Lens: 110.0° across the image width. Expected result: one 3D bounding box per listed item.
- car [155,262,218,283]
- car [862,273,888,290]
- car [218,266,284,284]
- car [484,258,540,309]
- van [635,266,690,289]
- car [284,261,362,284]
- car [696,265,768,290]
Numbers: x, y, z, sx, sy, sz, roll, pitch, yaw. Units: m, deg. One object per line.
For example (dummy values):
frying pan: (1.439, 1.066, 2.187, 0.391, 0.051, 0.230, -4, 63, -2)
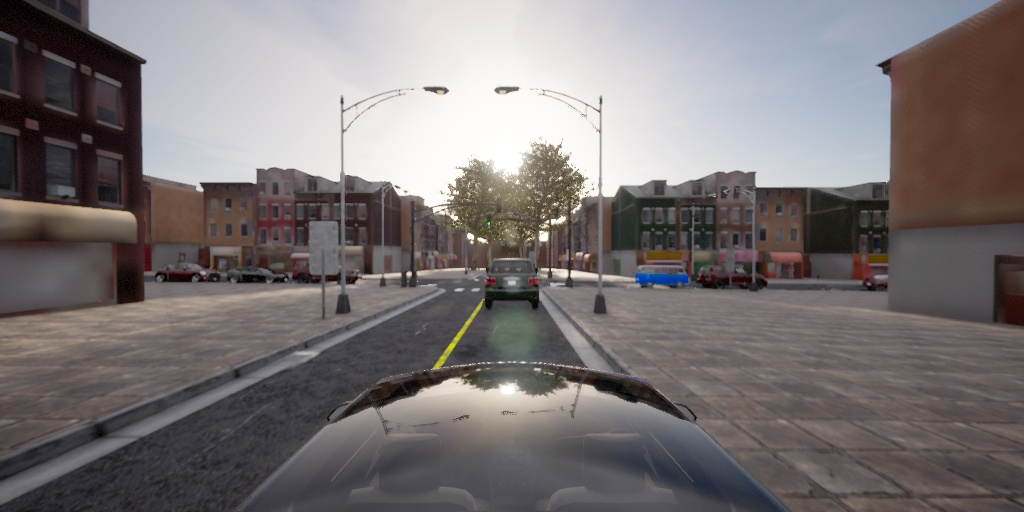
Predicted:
car: (-25.403, 1.283, 28.275, 4.097, 1.591, 1.967, 0, 0, 0)
car: (30.280, 2.082, 28.105, 4.674, 1.442, 1.812, 1, 1, 0)
car: (-20.002, 1.473, 28.270, 4.313, 1.339, 1.948, 0, 0, 0)
car: (0.001, 1.110, 15.866, 2.150, 2.045, 5.566, 0, 0, 0)
van: (11.759, 1.645, 28.243, 3.998, 1.789, 1.690, 0, 0, 0)
car: (-14.600, 1.287, 28.266, 5.009, 1.841, 2.192, 0, 0, 0)
car: (17.164, 1.690, 28.239, 5.009, 1.841, 2.192, 0, 0, 0)
